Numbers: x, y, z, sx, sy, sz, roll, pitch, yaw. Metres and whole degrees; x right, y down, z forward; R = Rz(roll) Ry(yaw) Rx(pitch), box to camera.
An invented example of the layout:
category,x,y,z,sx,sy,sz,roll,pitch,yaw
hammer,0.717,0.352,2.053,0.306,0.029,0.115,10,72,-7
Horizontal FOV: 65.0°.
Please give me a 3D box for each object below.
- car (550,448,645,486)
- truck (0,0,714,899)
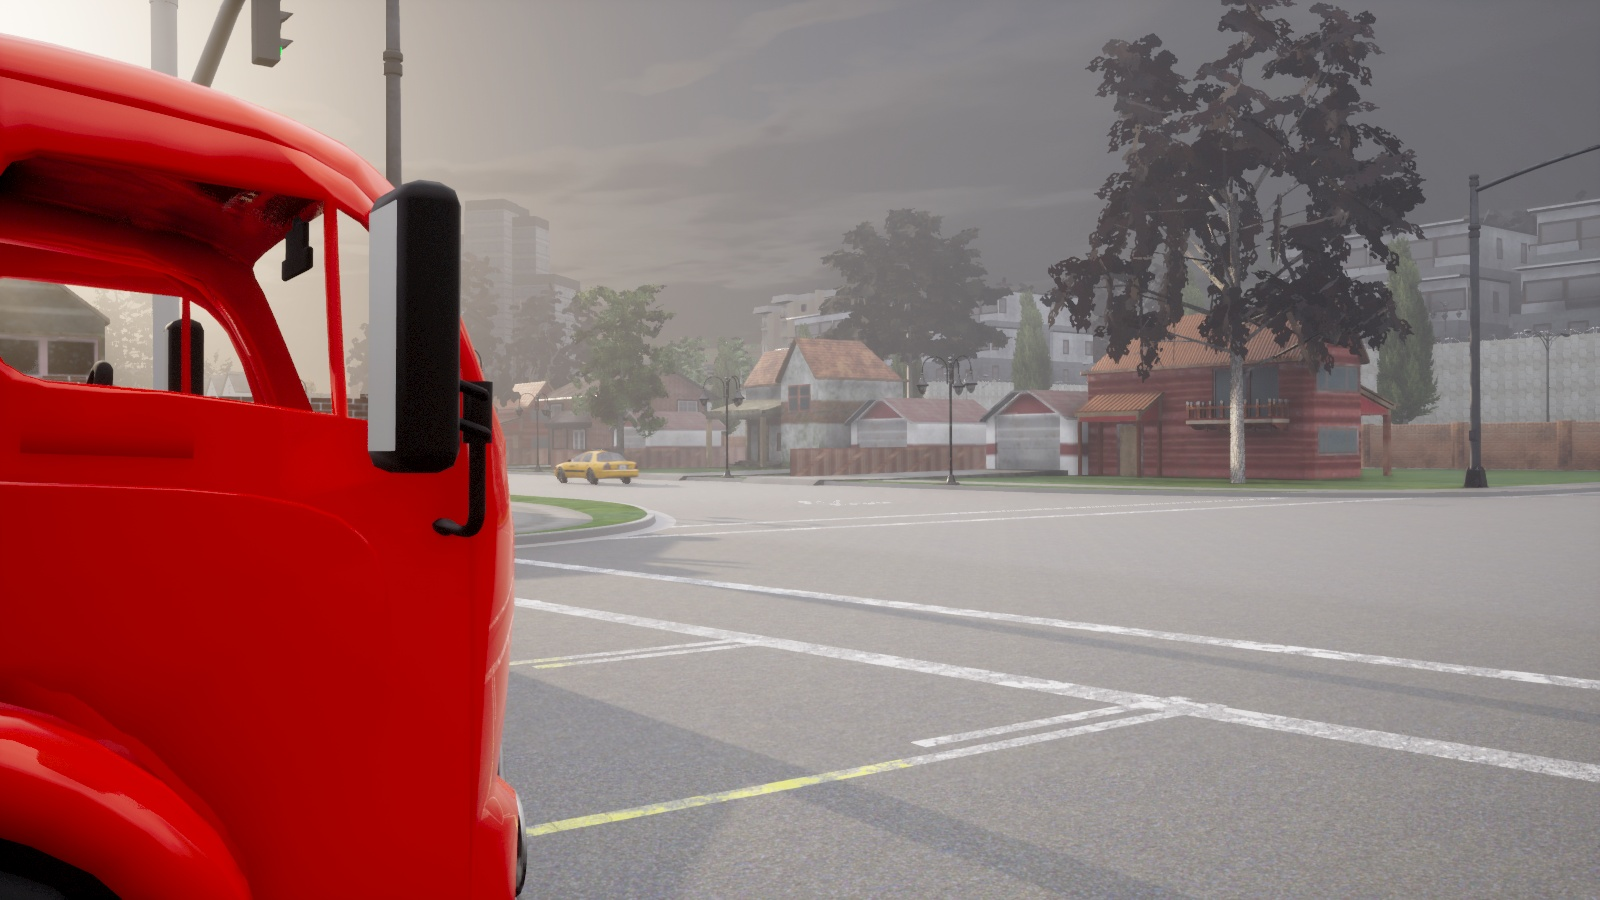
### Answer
category,x,y,z,sx,sy,sz,roll,pitch,yaw
car,-8.886,0.713,54.669,1.801,1.575,5.366,-1,0,-36
truck,-3.027,0.263,1.582,5.204,2.467,2.627,0,0,-34
